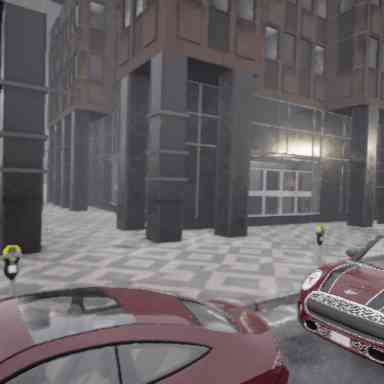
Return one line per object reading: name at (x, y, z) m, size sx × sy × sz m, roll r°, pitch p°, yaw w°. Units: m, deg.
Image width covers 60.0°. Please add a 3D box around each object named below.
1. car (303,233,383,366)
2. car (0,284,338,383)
car at (3.609, 1.395, 5.350) m, size 4.097 × 1.590 × 1.967 m, roll 1°, pitch 2°, yaw -33°
car at (-1.119, 1.458, 2.343) m, size 4.206 × 1.307 × 1.802 m, roll 1°, pitch 2°, yaw -33°
